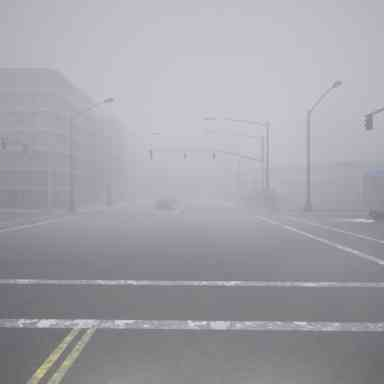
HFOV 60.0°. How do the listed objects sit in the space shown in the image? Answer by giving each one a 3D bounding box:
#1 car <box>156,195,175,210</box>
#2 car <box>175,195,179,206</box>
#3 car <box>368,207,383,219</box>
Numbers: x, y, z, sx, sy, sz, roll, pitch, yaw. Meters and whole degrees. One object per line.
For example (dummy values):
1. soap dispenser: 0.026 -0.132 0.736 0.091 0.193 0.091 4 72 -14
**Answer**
1. car: -3.597 1.477 43.472 1.882 1.535 5.008 0 0 0
2. car: -3.586 1.477 55.378 1.882 1.535 5.008 0 0 0
3. car: 16.404 1.564 26.446 4.181 1.385 1.994 0 0 0
